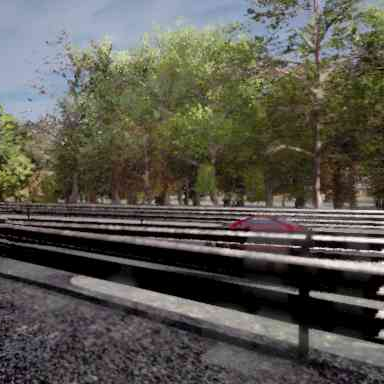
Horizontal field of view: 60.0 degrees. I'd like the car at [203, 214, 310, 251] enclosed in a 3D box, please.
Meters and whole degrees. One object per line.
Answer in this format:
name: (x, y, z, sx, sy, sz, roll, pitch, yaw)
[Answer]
car: (2.583, 1.606, 13.362, 4.181, 1.385, 1.994, 0, 0, 23)
